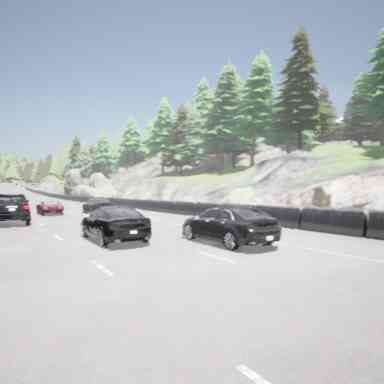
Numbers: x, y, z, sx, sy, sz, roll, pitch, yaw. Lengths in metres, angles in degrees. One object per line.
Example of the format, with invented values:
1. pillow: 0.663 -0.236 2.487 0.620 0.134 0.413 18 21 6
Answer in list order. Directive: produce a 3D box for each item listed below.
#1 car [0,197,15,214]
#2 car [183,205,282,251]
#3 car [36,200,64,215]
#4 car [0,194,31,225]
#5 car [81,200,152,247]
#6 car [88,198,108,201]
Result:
1. car: -20.285 1.405 35.959 1.837 1.490 4.892 -1 1 -31
2. car: 1.373 1.301 13.259 1.837 1.490 4.892 -1 1 -31
3. car: -13.346 1.435 31.149 1.895 1.301 4.718 -1 1 -31
4. car: -12.331 1.149 22.587 2.150 2.045 5.566 -1 1 -31
5. car: -3.447 1.346 14.514 1.882 1.535 5.008 -1 1 -31
6. car: -8.516 1.268 29.871 1.837 1.490 4.892 -1 1 -31
